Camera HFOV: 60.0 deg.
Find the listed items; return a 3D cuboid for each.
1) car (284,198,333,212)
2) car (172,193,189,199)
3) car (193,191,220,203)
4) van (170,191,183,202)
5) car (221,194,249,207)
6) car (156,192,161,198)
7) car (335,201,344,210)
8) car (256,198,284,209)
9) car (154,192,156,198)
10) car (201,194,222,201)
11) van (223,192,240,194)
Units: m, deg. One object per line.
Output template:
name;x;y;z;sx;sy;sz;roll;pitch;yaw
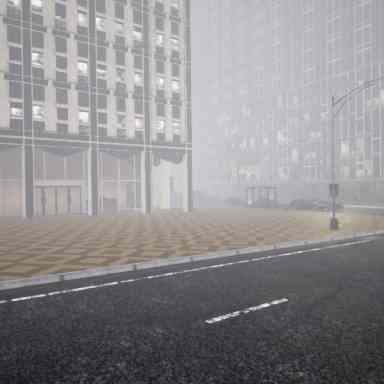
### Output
car;12.761;1.423;36.547;1.947;1.339;4.313;0;1;-34
car;-2.617;0.935;74.213;1.802;1.307;4.206;0;1;-34
car;1.914;0.824;57.319;2.150;2.045;5.566;-1;1;-34
van;-3.138;0.936;60.098;1.690;1.788;3.998;0;1;-34
car;6.421;1.319;45.984;1.947;1.339;4.313;0;1;-34
car;-5.818;0.614;78.905;2.192;1.841;5.009;0;1;-34
car;15.069;1.378;37.976;1.994;1.385;4.181;-1;1;-34
car;9.574;1.387;41.255;1.802;1.307;4.206;0;1;-34
car;-9.020;0.685;83.603;1.967;1.590;4.097;0;1;-34
car;3.786;1.042;64.820;1.802;1.307;4.206;0;1;-34
van;6.987;0.854;60.120;1.690;1.788;3.998;0;1;-34
